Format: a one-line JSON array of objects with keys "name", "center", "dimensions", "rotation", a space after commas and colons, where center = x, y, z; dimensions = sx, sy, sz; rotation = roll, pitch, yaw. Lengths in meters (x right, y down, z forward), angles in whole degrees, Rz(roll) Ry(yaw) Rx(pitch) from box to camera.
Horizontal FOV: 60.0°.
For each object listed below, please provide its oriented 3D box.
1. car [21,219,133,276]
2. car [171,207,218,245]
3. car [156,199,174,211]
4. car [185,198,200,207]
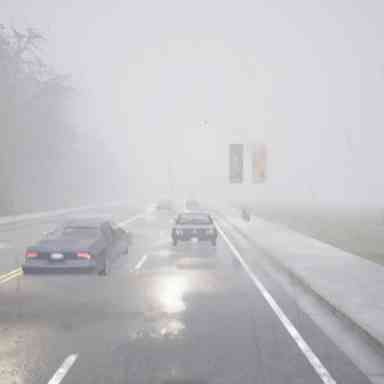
[{"name": "car", "center": [-3.149, 1.541, 10.272], "dimensions": [2.033, 1.411, 5.357], "rotation": [0, 0, 0]}, {"name": "car", "center": [0.102, 1.591, 15.310], "dimensions": [1.895, 1.301, 4.718], "rotation": [0, 0, 0]}, {"name": "car", "center": [-3.147, 1.517, 39.229], "dimensions": [2.033, 1.411, 5.357], "rotation": [0, 0, 0]}, {"name": "car", "center": [0.104, 1.489, 45.103], "dimensions": [1.812, 1.442, 4.674], "rotation": [0, 0, 0]}]
